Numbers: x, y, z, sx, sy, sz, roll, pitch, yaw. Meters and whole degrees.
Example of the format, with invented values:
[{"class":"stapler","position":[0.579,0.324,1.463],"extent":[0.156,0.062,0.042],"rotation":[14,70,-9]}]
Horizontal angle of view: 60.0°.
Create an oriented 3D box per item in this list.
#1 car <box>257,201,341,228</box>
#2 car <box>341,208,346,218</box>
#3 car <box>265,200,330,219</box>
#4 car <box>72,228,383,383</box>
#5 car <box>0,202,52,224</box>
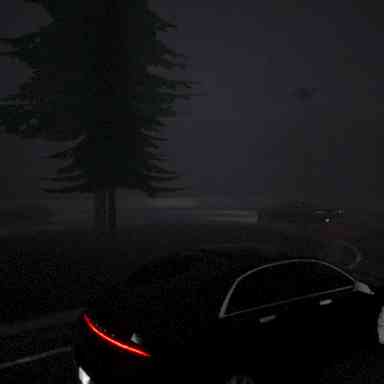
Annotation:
[{"class":"car","position":[6.117,1.337,20.363],"extent":[2.128,1.511,4.902],"rotation":[0,0,-33]},{"class":"car","position":[8.064,1.360,23.846],"extent":[2.033,1.411,5.357],"rotation":[-1,0,-45]},{"class":"car","position":[8.691,1.388,27.629],"extent":[4.718,1.301,1.895],"rotation":[0,0,39]},{"class":"car","position":[0.972,1.470,4.474],"extent":[4.892,1.490,1.837],"rotation":[1,0,-36]},{"class":"car","position":[-12.077,1.460,22.528],"extent":[2.128,1.511,4.902],"rotation":[-1,0,41]}]
